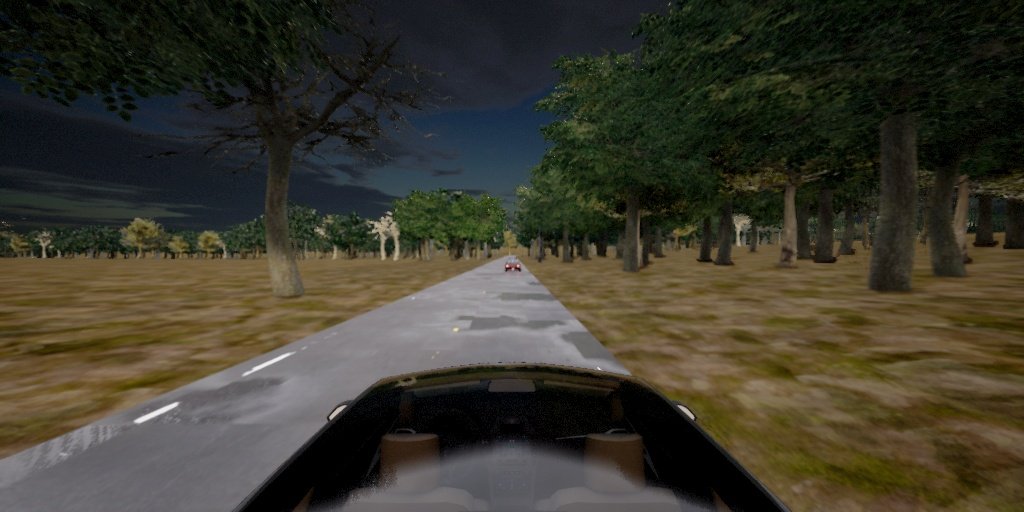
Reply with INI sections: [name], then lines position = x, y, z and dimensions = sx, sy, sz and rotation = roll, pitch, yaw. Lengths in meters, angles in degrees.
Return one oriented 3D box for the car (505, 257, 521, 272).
[car]
position = 0.105, 1.112, 41.787
dimensions = 1.895, 1.301, 4.718
rotation = 0, 0, 0
